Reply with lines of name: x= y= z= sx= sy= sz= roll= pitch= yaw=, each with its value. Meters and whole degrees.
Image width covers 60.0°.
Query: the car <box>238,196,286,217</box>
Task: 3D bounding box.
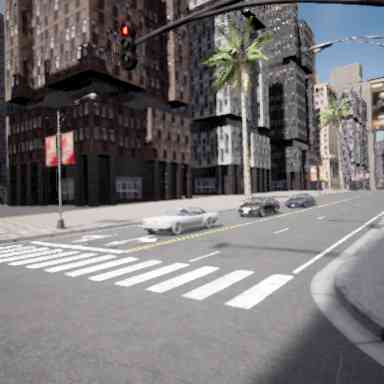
car: x=5.399 y=1.118 z=26.552 sx=2.128 sy=1.511 sz=4.902 roll=-2 pitch=0 yaw=36

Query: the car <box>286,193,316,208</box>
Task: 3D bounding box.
car: x=11.583 y=0.873 z=35.207 sx=2.033 sy=1.411 sz=5.357 roll=-2 pitch=0 yaw=36

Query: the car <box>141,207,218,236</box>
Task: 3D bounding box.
car: x=-0.567 y=1.497 z=18.180 sx=1.895 sy=1.301 sz=4.718 roll=-2 pitch=0 yaw=36
